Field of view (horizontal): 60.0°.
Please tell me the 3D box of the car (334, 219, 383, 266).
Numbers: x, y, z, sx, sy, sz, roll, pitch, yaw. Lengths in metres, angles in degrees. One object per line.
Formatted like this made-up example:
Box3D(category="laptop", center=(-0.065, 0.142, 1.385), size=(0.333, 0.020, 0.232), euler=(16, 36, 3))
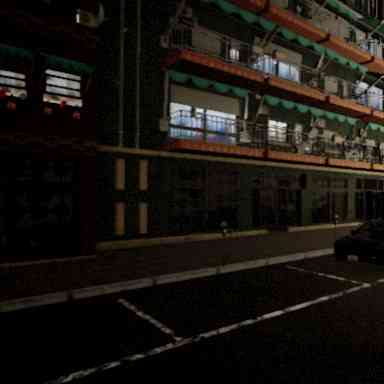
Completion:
Box3D(category="car", center=(6.630, 1.632, 11.278), size=(4.313, 1.339, 1.947), euler=(0, 0, -35))
